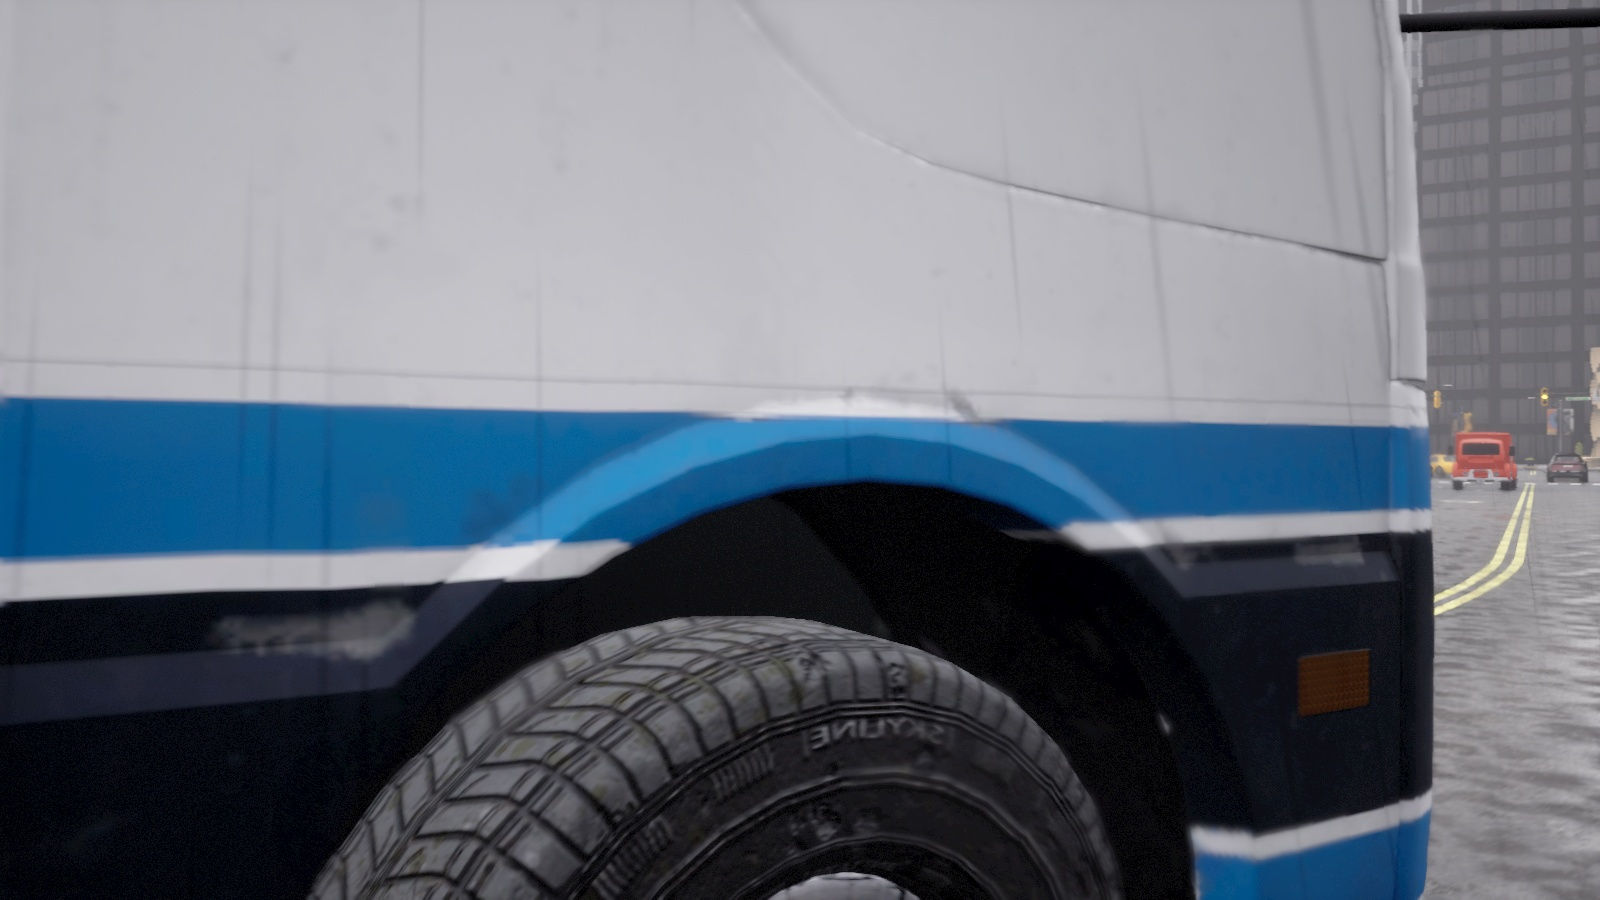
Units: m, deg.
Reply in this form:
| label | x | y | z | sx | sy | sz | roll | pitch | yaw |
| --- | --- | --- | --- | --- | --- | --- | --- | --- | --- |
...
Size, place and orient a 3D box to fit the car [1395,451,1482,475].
| label | x | y | z | sx | sy | sz | roll | pitch | yaw |
| --- | --- | --- | --- | --- | --- | --- | --- | --- | --- |
| car | 42.212 | 0.837 | 83.147 | 1.801 | 1.575 | 5.366 | 0 | 0 | -19 |

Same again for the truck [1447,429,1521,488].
| label | x | y | z | sx | sy | sz | roll | pitch | yaw |
| --- | --- | --- | --- | --- | --- | --- | --- | --- | --- |
| truck | 30.229 | 0.352 | 55.420 | 2.627 | 2.467 | 5.204 | 0 | 0 | 31 |

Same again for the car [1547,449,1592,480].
| label | x | y | z | sx | sy | sz | roll | pitch | yaw |
| --- | --- | --- | --- | --- | --- | --- | --- | --- | --- |
| car | 43.168 | 0.786 | 70.515 | 2.033 | 1.649 | 4.856 | 0 | 0 | 30 |

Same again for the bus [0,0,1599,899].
| label | x | y | z | sx | sy | sz | roll | pitch | yaw |
| --- | --- | --- | --- | --- | --- | --- | --- | --- | --- |
| bus | -3.328 | -0.618 | 1.277 | 10.273 | 4.253 | 3.944 | 0 | 0 | -31 |

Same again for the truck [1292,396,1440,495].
| label | x | y | z | sx | sy | sz | roll | pitch | yaw |
| --- | --- | --- | --- | --- | --- | --- | --- | --- | --- |
| truck | 21.571 | -0.142 | 47.592 | 2.891 | 3.462 | 7.936 | 0 | 0 | 41 |
